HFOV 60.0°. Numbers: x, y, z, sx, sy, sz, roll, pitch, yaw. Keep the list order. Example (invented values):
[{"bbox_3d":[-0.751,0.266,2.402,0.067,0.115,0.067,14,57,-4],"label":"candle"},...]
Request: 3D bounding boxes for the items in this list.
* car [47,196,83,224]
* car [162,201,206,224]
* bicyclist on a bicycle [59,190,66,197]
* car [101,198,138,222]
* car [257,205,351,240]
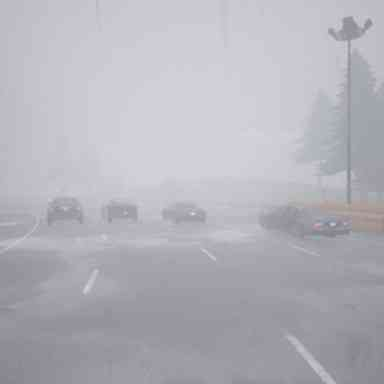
[{"bbox_3d":[-8.524,1.067,22.253,2.097,1.767,4.553,-1,1,-23],"label":"car"},{"bbox_3d":[-0.639,1.256,21.895,1.994,1.385,4.181,0,1,-20],"label":"car"},{"bbox_3d":[-24.314,0.490,62.899,0.582,1.620,1.656,1,-20,31],"label":"bicyclist on a bicycle"},{"bbox_3d":[-5.191,1.163,23.391,1.882,1.535,5.008,0,1,-23],"label":"car"},{"bbox_3d":[5.021,1.313,15.768,2.033,1.411,5.357,0,1,-14],"label":"car"}]
